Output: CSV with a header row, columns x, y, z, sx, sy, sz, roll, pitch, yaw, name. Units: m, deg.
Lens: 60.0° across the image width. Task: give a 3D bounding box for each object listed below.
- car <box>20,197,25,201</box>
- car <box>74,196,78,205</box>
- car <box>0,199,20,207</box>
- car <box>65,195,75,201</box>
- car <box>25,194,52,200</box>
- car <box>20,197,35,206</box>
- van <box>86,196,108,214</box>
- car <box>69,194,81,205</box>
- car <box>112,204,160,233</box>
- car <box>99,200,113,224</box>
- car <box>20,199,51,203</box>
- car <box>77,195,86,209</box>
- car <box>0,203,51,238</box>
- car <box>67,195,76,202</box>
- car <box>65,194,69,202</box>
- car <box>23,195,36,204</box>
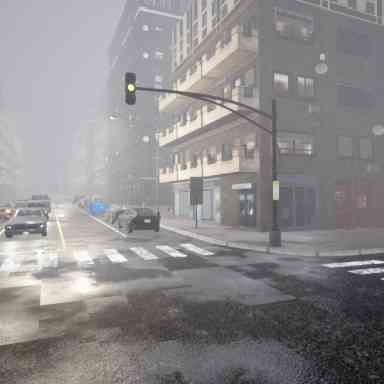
x,y,z,sx,sy,sz,roll,pitch,yaw,name
-24.163,1.577,47.421,1.887,1.381,4.507,1,0,-23,car
-16.456,1.617,50.707,1.802,1.307,4.206,1,0,-23,car
-15.310,1.457,26.659,1.967,1.590,4.097,1,0,-23,car
-31.947,1.618,87.040,2.008,1.369,4.403,1,0,-23,car
-16.962,1.246,37.195,2.150,2.045,5.566,0,0,-22,car
-28.590,1.592,57.801,2.008,1.369,4.403,1,0,-23,car
-9.812,1.364,35.137,1.690,1.788,3.998,1,0,-23,van
-20.877,1.359,61.089,2.192,1.841,5.009,1,0,-23,car
-3.177,1.579,19.564,1.947,1.339,4.313,1,0,-23,car
-5.390,1.567,24.755,2.008,1.369,4.403,1,0,-23,car
-12.779,1.543,27.306,1.812,1.442,4.674,0,0,-23,car
-14.308,1.556,45.673,1.752,1.417,4.829,1,0,-23,car
-8.902,1.559,18.192,2.033,1.411,5.357,0,0,-23,car
-29.800,1.588,82.008,1.752,1.417,4.829,1,0,-23,car
-27.521,1.609,76.660,2.008,1.369,4.403,1,0,-23,car
-30.801,1.486,62.993,1.967,1.590,4.097,1,0,-23,car
